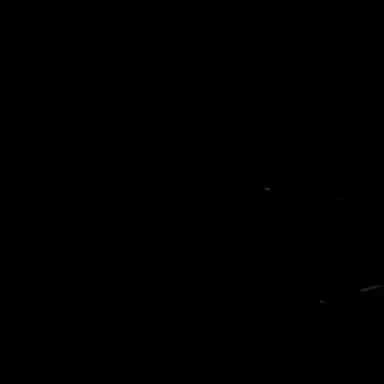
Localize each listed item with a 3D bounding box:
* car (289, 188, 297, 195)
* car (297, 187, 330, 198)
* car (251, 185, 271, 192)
[{"bbox_3d":[19.187,-0.171,58.540,2.128,1.511,4.902,1,2,-22],"label":"car"},{"bbox_3d":[18.842,0.145,51.153,1.895,1.301,4.718,2,2,-22],"label":"car"},{"bbox_3d":[14.479,-0.710,69.938,2.033,1.411,5.357,1,2,-22],"label":"car"}]
